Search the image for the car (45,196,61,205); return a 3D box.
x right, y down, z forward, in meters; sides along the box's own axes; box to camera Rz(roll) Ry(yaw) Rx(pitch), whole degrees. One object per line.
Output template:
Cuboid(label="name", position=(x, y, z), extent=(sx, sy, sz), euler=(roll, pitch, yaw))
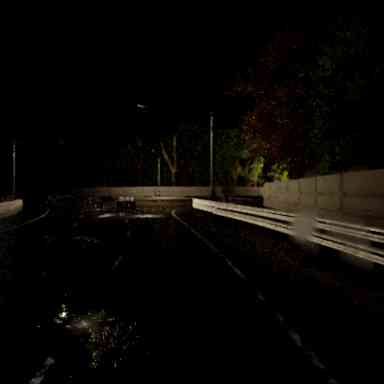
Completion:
Cuboid(label="car", position=(-22.806, 1.396, 54.498), extent=(1.837, 1.490, 4.892), euler=(1, 0, -32))

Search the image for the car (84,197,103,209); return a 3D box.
Cuboid(label="car", position=(-12.685, 1.408, 42.725), extent=(1.837, 1.490, 4.892), euler=(0, 0, -23))

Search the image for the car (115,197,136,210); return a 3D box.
Cuboid(label="car", position=(-8.262, 1.389, 41.185), extent=(2.128, 1.511, 4.902), euler=(0, 0, -22))
